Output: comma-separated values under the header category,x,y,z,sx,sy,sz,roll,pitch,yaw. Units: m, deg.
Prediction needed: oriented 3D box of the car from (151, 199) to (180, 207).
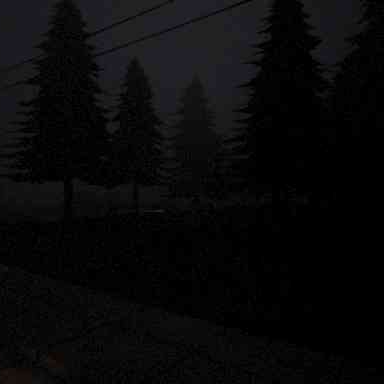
category,x,y,z,sx,sy,sz,roll,pitch,yaw
car,-3.680,1.737,46.508,1.837,1.490,4.892,0,0,35

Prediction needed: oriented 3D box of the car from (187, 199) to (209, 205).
category,x,y,z,sx,sy,sz,roll,pitch,yaw
car,1.114,1.734,47.118,1.812,1.442,4.674,0,0,35

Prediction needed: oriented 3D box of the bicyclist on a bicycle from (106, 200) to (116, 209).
category,x,y,z,sx,sy,sz,roll,pitch,yaw
bicyclist on a bicycle,-6.993,1.481,28.619,1.656,1.620,0.582,-1,0,35
